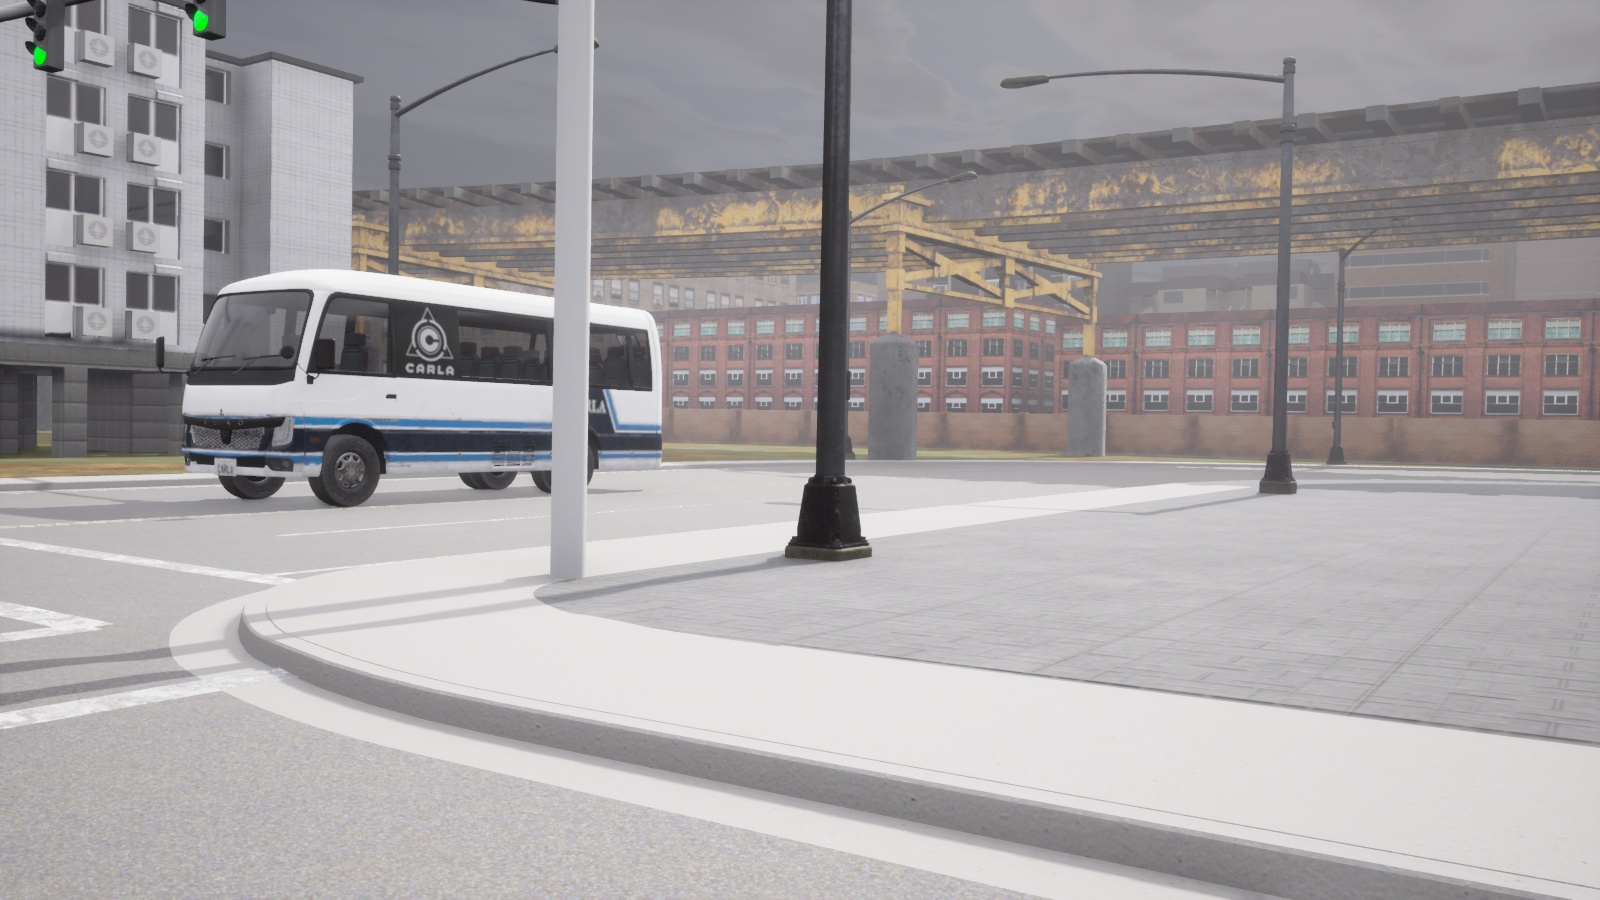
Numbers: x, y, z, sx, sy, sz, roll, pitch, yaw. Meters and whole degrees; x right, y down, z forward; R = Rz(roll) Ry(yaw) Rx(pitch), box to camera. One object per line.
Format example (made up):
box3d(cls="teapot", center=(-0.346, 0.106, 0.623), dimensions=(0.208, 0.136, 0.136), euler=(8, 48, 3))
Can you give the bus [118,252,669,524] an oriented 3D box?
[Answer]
box3d(cls="bus", center=(-7.393, -1.054, 25.059), dimensions=(3.944, 4.253, 10.273), euler=(1, 1, 33))
